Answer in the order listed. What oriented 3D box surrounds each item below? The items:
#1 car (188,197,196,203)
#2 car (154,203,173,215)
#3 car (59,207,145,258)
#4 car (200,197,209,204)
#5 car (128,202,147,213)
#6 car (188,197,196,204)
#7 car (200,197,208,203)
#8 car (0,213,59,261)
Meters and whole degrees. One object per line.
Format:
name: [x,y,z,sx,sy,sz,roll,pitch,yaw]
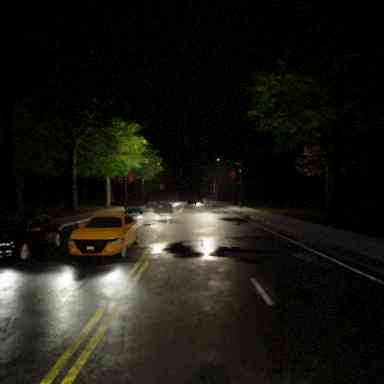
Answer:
car: [-0.035,2.212,91.465,2.033,1.411,5.357,0,-1,0]
car: [-3.264,1.948,39.429,1.994,1.385,4.181,0,-1,0]
car: [-3.339,1.596,13.451,1.882,1.535,5.008,0,-1,0]
car: [3.219,2.256,81.460,1.812,1.442,4.674,0,-1,0]
car: [-6.514,1.910,39.428,1.812,1.442,4.674,0,-1,0]
car: [-0.031,2.088,81.430,2.097,1.767,4.553,0,-1,0]
car: [3.215,2.212,91.466,2.033,1.411,5.357,0,-1,0]
car: [-6.591,1.618,12.780,1.837,1.490,4.892,0,-1,0]
